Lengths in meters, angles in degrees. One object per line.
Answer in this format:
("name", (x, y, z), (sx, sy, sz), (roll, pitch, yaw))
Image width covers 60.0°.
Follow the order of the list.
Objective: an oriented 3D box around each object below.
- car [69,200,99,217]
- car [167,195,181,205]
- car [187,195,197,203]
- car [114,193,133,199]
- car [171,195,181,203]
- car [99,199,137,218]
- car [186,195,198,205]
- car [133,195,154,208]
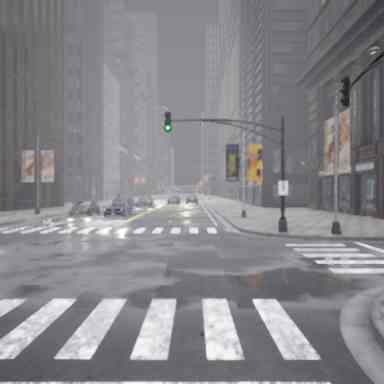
("car", (-9.832, 1.462, 30.816), (1.812, 1.442, 4.674), (0, 0, 0))
("car", (-3.239, 1.439, 57.171), (1.994, 1.385, 4.181), (0, 0, 0))
("car", (0.012, 1.356, 67.176), (1.837, 1.490, 4.892), (0, 0, 0))
("car", (-9.809, 1.119, 48.274), (2.150, 2.045, 5.566), (0, 0, 0))
("car", (-3.238, 1.350, 67.177), (1.837, 1.490, 4.892), (0, 0, 0))
("car", (-6.591, 1.538, 29.998), (1.895, 1.301, 4.718), (0, 0, 0))
("car", (0.011, 1.227, 57.140), (2.097, 1.767, 4.553), (0, 0, 0))
("car", (-6.564, 1.252, 46.870), (2.097, 1.767, 4.553), (0, 0, 0))
